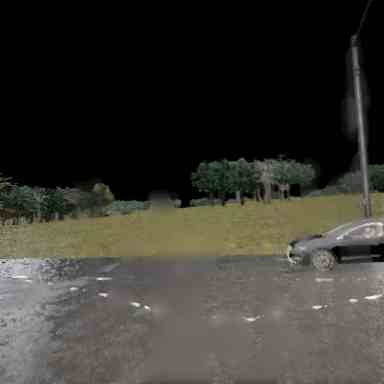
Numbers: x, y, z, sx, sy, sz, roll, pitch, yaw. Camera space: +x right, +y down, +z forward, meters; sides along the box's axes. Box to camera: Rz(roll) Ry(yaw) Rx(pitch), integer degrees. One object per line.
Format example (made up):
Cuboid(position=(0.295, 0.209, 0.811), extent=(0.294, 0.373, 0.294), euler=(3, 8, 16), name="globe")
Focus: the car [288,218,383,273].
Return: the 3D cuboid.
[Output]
Cuboid(position=(5.664, 1.657, 10.862), extent=(4.902, 1.511, 2.128), euler=(-4, -3, 12), name="car")
